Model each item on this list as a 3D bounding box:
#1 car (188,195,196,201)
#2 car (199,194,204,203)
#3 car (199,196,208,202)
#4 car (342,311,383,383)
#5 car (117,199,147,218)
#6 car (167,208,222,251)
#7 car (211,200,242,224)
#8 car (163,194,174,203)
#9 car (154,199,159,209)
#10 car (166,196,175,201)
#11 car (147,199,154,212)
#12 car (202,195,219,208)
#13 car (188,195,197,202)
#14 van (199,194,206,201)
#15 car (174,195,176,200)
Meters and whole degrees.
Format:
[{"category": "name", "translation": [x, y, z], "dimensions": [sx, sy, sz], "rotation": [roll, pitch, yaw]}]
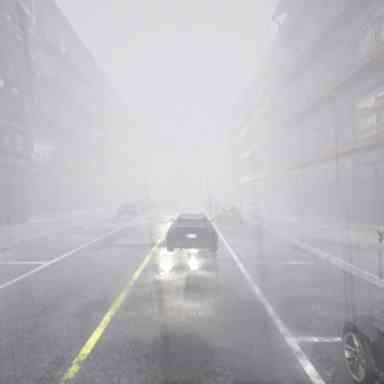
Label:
[{"category": "car", "translation": [0.024, 1.610, 90.092], "dimensions": [1.994, 1.385, 4.181], "rotation": [0, 0, 0]}, {"category": "car", "translation": [2.713, 1.682, 70.376], "dimensions": [2.008, 1.369, 4.403], "rotation": [0, 0, 0]}, {"category": "car", "translation": [2.717, 1.716, 81.706], "dimensions": [2.008, 1.369, 4.403], "rotation": [0, 0, 0]}, {"category": "car", "translation": [2.741, 1.574, 2.404], "dimensions": [1.947, 1.339, 4.313], "rotation": [1, 0, 0]}, {"category": "car", "translation": [-5.678, 1.590, 30.729], "dimensions": [1.947, 1.339, 4.313], "rotation": [1, 0, 0]}, {"category": "car", "translation": [0.002, 1.578, 14.141], "dimensions": [1.994, 1.385, 4.181], "rotation": [0, 0, 0]}, {"category": "car", "translation": [2.701, 1.558, 25.231], "dimensions": [1.752, 1.417, 4.829], "rotation": [1, 0, 0]}, {"category": "car", "translation": [-5.665, 1.676, 76.044], "dimensions": [1.887, 1.381, 4.507], "rotation": [0, 0, 0]}, {"category": "car", "translation": [-5.673, 1.623, 47.721], "dimensions": [1.947, 1.339, 4.313], "rotation": [1, 0, 0]}, {"category": "car", "translation": [-5.662, 1.733, 87.371], "dimensions": [1.947, 1.339, 4.313], "rotation": [0, 0, 0]}, {"category": "car", "translation": [-5.675, 1.474, 36.390], "dimensions": [1.967, 1.590, 4.097], "rotation": [1, 0, 0]}, {"category": "car", "translation": [2.706, 1.501, 42.054], "dimensions": [1.967, 1.590, 4.097], "rotation": [1, 0, 0]}, {"category": "car", "translation": [0.021, 1.500, 79.991], "dimensions": [2.097, 1.767, 4.553], "rotation": [0, 0, 0]}, {"category": "van", "translation": [2.720, 1.525, 87.369], "dimensions": [1.690, 1.788, 3.998], "rotation": [0, 0, 0]}, {"category": "car", "translation": [-5.661, 1.464, 81.710], "dimensions": [2.192, 1.841, 5.009], "rotation": [0, 0, 0]}]
